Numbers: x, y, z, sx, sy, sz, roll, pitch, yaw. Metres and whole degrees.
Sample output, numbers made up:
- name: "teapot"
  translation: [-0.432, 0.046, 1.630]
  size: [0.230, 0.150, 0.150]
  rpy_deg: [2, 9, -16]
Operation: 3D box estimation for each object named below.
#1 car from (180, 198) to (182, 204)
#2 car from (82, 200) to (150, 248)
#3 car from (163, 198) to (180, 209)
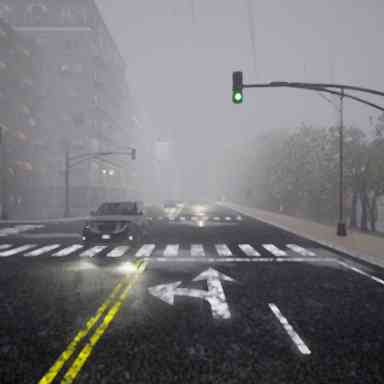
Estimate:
- name: "car"
  translation: [-3.362, 2.075, 77.207]
  size: [1.895, 1.301, 4.718]
  rpy_deg: [0, 0, 0]
- name: "car"
  translation: [-3.280, 1.392, 15.426]
  size: [2.150, 2.045, 5.566]
  rpy_deg: [0, -1, 0]
- name: "car"
  translation: [-3.327, 1.876, 51.383]
  size: [2.033, 1.411, 5.357]
  rpy_deg: [0, 0, 0]
